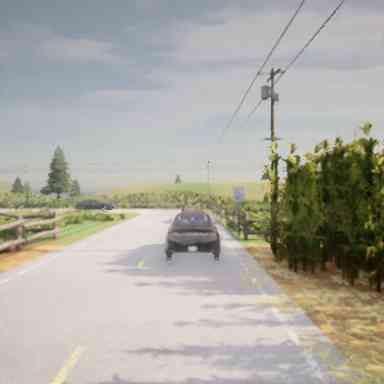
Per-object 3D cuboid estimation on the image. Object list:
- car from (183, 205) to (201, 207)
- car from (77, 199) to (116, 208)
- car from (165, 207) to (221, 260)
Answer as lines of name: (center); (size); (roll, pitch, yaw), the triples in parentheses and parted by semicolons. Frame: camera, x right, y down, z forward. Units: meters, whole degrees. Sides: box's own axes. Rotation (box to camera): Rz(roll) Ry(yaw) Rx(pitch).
car: (0.036, 1.688, 26.992); (1.895, 1.301, 4.718); (0, 0, 1)
car: (-11.732, 1.637, 40.767); (4.892, 1.490, 1.837); (0, 0, 6)
car: (0.042, 1.533, 12.607); (2.128, 1.511, 4.902); (0, 0, 1)
